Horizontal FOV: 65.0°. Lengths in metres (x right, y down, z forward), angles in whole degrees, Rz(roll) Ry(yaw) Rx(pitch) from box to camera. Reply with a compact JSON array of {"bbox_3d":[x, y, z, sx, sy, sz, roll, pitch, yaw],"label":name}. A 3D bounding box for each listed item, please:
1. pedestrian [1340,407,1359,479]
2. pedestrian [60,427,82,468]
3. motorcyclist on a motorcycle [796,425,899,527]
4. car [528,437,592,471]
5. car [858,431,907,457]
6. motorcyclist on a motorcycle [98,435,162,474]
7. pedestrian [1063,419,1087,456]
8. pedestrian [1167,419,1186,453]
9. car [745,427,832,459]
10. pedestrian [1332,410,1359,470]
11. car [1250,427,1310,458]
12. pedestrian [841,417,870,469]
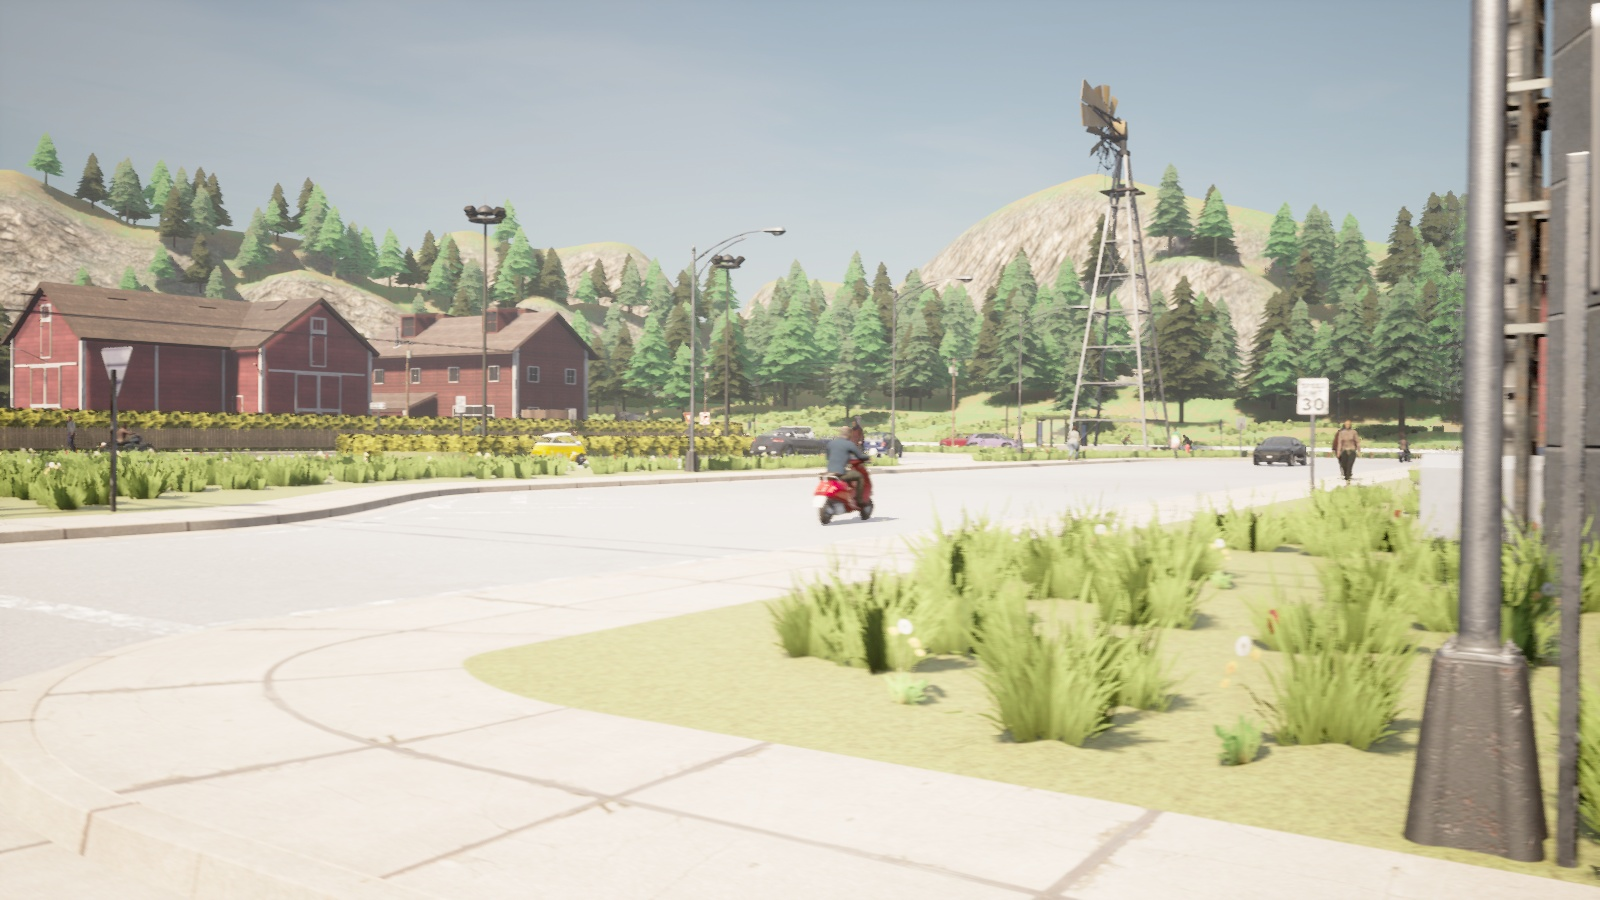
[{"bbox_3d":[14.243,-0.189,32.555,0.331,1.846,0.634,0,1,36],"label":"pedestrian"},{"bbox_3d":[-34.592,-0.131,59.584,0.423,1.949,0.788,0,1,37],"label":"pedestrian"},{"bbox_3d":[0.804,0.392,20.656,0.866,1.590,1.817,0,1,33],"label":"motorcyclist on a motorcycle"},{"bbox_3d":[-10.112,0.143,52.964,2.207,1.376,1.481,-2,2,-42],"label":"car"},{"bbox_3d":[5.024,-0.382,76.035,1.789,1.549,3.705,0,1,23],"label":"car"},{"bbox_3d":[-29.124,0.184,54.625,0.766,1.649,2.350,0,1,33],"label":"motorcyclist on a motorcycle"},{"bbox_3d":[13.951,-0.618,63.811,0.874,1.855,0.900,0,1,39],"label":"pedestrian"},{"bbox_3d":[22.269,-0.837,74.333,0.873,1.952,0.659,-1,1,-34],"label":"pedestrian"},{"bbox_3d":[-0.547,-0.406,66.638,2.152,1.651,5.027,0,1,33],"label":"car"},{"bbox_3d":[17.065,-0.307,39.273,0.634,1.844,0.899,0,1,32],"label":"pedestrian"},{"bbox_3d":[24.715,-0.401,64.555,1.882,1.535,5.008,0,1,33],"label":"car"},{"bbox_3d":[1.978,-0.249,44.744,0.634,1.844,0.899,0,1,32],"label":"pedestrian"}]
